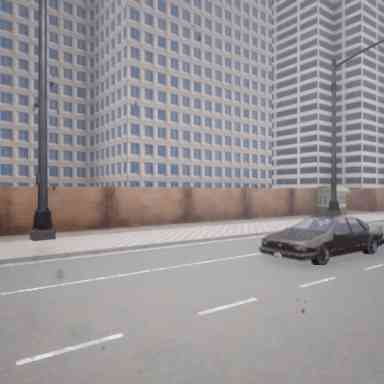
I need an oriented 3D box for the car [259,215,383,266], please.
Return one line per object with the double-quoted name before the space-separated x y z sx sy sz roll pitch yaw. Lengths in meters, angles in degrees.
"car" 4.810 1.547 11.771 5.357 1.411 2.033 0 0 -35
